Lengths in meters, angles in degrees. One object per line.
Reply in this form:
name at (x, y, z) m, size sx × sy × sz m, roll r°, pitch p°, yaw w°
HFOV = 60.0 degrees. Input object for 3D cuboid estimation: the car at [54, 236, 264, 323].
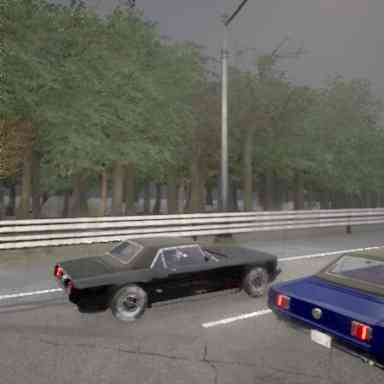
car at (-0.344, 1.634, 7.204) m, size 4.718 × 1.301 × 1.895 m, roll 0°, pitch 0°, yaw -30°

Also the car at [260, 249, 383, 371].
car at (3.603, 1.634, 5.441) m, size 4.718 × 1.301 × 1.895 m, roll 0°, pitch 0°, yaw -30°
